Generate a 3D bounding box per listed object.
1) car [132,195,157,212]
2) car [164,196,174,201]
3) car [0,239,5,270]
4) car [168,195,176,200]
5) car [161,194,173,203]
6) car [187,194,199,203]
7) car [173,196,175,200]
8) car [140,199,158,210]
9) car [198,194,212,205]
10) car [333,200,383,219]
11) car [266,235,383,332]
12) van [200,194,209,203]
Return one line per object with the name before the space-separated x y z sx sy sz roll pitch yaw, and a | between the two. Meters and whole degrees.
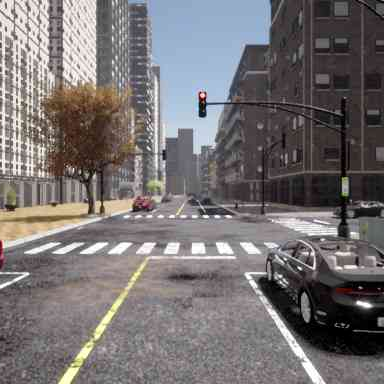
car | -5.702 1.331 39.138 2.192 1.841 5.009 0 0 0
car | -5.715 1.621 83.321 2.008 1.369 4.403 0 0 0
car | -5.692 1.545 6.750 1.887 1.381 4.507 0 0 0
car | -5.718 1.642 94.367 2.008 1.369 4.403 0 0 0
car | -5.712 1.618 72.276 1.947 1.339 4.313 0 0 0
car | -0.020 1.648 68.907 1.895 1.301 4.718 0 0 0
car | -5.713 1.376 77.798 2.192 1.841 5.009 0 0 0
car | -5.704 1.587 44.661 1.947 1.339 4.313 0 0 0
car | 2.673 1.603 61.231 1.947 1.339 4.313 0 0 0
car | 13.419 1.347 26.161 4.403 1.369 2.008 -1 1 -1
car | 2.688 1.551 6.752 2.008 1.369 4.403 0 0 0
van | 2.669 1.393 72.278 1.690 1.788 3.998 0 0 0
